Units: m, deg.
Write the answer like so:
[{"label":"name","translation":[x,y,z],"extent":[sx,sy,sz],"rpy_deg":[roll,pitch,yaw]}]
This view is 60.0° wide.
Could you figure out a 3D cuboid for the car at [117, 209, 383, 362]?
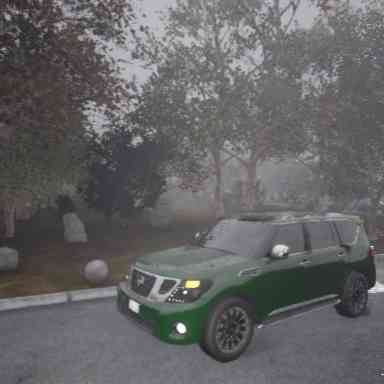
[{"label":"car","translation":[1.403,1.416,6.534],"extent":[5.566,2.045,2.150],"rpy_deg":[2,-2,-35]}]

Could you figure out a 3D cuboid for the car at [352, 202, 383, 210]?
[{"label":"car","translation":[21.870,1.883,40.188],"extent":[1.882,1.535,5.008],"rpy_deg":[3,1,-29]}]
